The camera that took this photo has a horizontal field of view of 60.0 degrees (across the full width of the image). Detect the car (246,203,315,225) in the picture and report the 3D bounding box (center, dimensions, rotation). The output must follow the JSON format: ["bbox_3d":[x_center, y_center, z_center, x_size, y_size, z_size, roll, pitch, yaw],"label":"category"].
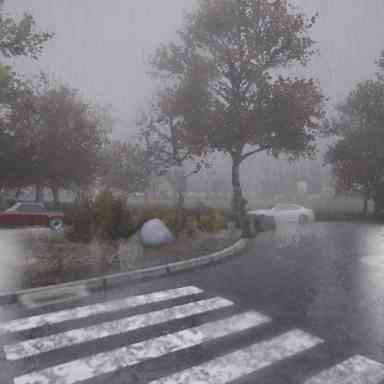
[{"bbox_3d":[5.968,1.481,22.662,4.674,1.442,1.812,0,0,-8],"label":"car"}]

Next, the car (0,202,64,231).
[{"bbox_3d":[-7.980,1.116,15.581,4.718,1.301,1.895,4,-2,-35],"label":"car"}]
